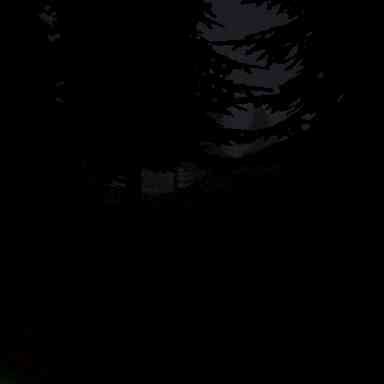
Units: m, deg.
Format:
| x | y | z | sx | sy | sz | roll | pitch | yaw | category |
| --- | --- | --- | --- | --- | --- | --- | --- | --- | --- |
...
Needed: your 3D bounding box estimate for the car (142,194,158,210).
| x | y | z | sx | sy | sz | roll | pitch | yaw | category |
| --- | --- | --- | --- | --- | --- | --- | --- | --- | --- |
| -6.438 | 1.206 | 39.240 | 2.150 | 2.045 | 5.566 | 0 | 0 | 37 | car |
